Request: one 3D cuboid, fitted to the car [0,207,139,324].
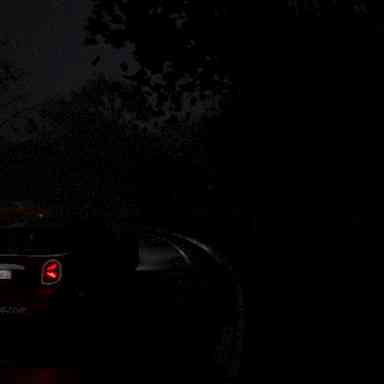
[{"bbox_3d":[-2.727,1.337,7.407,2.097,1.767,4.553,0,0,8],"label":"car"}]

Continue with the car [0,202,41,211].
[{"bbox_3d":[-12.219,1.425,23.249,5.008,1.535,1.882,0,0,28],"label":"car"}]
